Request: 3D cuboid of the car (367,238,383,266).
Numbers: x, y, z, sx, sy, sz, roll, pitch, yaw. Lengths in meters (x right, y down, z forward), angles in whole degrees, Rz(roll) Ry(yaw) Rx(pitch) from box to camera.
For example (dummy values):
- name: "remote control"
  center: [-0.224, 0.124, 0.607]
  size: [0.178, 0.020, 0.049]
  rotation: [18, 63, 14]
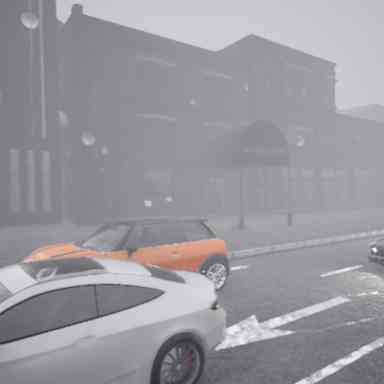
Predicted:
- name: "car"
  center: [7.633, 1.535, 10.278]
  size: [5.357, 1.411, 2.033]
  rotation: [0, 0, -35]

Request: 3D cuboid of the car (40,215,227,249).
- name: "car"
  center: [-1.352, 1.356, 7.274]
  size: [4.553, 1.767, 2.097]
  rotation: [0, 0, -36]

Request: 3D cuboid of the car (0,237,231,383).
- name: "car"
  center: [-1.692, 1.528, 3.572]
  size: [4.674, 1.442, 1.812]
  rotation: [0, 0, -36]
